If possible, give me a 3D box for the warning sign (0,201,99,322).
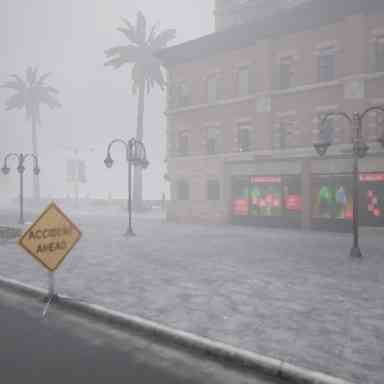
[{"bbox_3d":[-2.565,1.114,6.067,1.060,1.860,1.300,0,0,36],"label":"warning sign"}]
